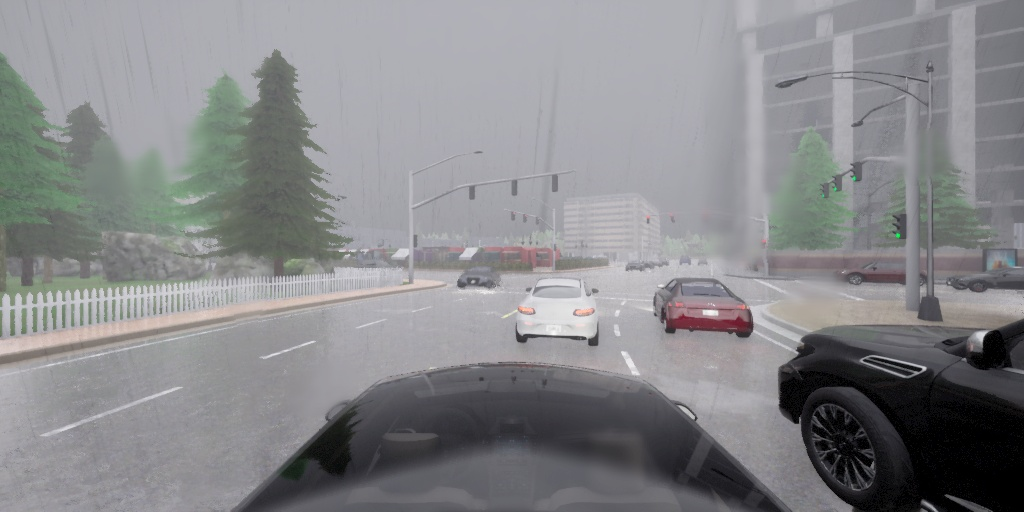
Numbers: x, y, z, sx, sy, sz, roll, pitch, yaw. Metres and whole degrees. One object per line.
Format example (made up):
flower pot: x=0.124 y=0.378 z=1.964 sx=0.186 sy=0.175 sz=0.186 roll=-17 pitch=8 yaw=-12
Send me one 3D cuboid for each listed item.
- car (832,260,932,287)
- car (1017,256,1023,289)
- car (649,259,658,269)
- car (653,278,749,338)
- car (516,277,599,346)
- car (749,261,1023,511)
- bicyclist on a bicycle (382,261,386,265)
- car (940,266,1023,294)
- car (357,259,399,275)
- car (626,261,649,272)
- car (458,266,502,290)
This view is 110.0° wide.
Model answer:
car: x=25.903 y=1.157 z=25.387 sx=4.553 sy=1.767 sz=2.097 roll=0 pitch=0 yaw=29
car: x=34.242 y=1.027 z=20.660 sx=5.566 sy=2.045 sz=2.150 roll=0 pitch=0 yaw=30
car: x=20.781 y=1.351 z=55.401 sx=1.895 sy=1.301 sz=4.718 roll=0 pitch=0 yaw=29
car: x=5.292 y=1.314 z=10.409 sx=1.994 sy=1.385 sz=4.181 roll=0 pitch=0 yaw=17
car: x=1.271 y=1.276 z=9.399 sx=1.812 sy=1.442 sz=4.674 roll=0 pitch=0 yaw=11
car: x=3.737 y=0.971 z=1.179 sx=2.150 sy=2.045 sz=5.566 roll=0 pitch=0 yaw=0
bicyclist on a bicycle: x=-15.755 y=1.258 z=44.253 sx=0.582 sy=1.620 sz=1.656 roll=0 pitch=0 yaw=-23
car: x=27.992 y=1.331 z=20.154 sx=4.674 sy=1.442 sz=1.812 roll=0 pitch=0 yaw=29
car: x=-13.141 y=1.157 z=35.212 sx=4.553 sy=1.767 sz=2.097 roll=0 pitch=0 yaw=30
car: x=16.457 y=1.314 z=47.661 sx=1.994 sy=1.385 sz=4.181 roll=0 pitch=0 yaw=29
car: x=-1.911 y=1.326 z=22.684 sx=1.994 sy=1.385 sz=4.181 roll=0 pitch=-1 yaw=9
